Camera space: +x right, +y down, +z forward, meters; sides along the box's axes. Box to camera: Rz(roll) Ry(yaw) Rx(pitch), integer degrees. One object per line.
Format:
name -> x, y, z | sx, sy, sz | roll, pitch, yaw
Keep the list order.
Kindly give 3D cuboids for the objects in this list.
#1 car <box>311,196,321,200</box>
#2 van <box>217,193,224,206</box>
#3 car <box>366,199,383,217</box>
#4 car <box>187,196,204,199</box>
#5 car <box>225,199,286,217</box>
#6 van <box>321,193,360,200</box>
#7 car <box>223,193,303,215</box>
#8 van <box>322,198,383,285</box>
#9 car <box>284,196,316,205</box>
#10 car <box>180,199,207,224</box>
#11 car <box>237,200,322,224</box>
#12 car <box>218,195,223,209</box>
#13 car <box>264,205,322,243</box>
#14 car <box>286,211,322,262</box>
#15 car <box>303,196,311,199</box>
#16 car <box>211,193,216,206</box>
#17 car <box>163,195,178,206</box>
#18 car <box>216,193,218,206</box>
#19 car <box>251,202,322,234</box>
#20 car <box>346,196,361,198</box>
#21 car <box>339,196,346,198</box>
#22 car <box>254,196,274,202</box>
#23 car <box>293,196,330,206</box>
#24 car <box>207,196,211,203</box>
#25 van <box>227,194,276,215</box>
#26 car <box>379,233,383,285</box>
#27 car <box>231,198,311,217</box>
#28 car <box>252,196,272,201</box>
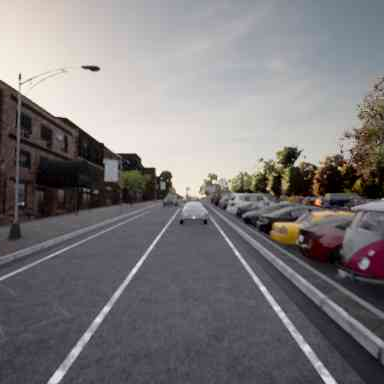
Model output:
car -> 18.653, 1.275, 43.840 | 4.553, 1.767, 2.185 | 0, 0, 0
van -> 5.490, 1.173, 38.195 | 4.442, 1.987, 1.878 | 0, 0, 0
car -> 18.687, 1.403, 29.915 | 5.008, 1.535, 2.097 | 0, 0, 0
car -> 0.109, 1.284, 40.850 | 2.097, 1.767, 4.553 | 0, 0, 0
car -> 5.607, 1.401, 29.785 | 5.008, 1.535, 2.097 | 0, 0, 0
van -> 18.800, 1.173, 41.059 | 4.442, 1.987, 1.878 | 0, 0, 0
car -> 5.644, 1.151, 26.981 | 5.566, 2.045, 2.435 | 0, 0, 0
van -> 5.522, 1.221, 7.361 | 4.442, 1.987, 1.878 | 0, 0, 0
car -> 18.687, 1.453, 57.763 | 5.008, 1.535, 2.097 | 0, 0, 0
car -> 0.103, 1.463, 24.300 | 1.812, 1.442, 4.674 | 0, 0, -1
car -> 5.593, 1.436, 21.376 | 4.792, 1.488, 2.163 | 0, 0, 0
car -> 5.602, 1.401, 35.391 | 4.892, 1.521, 2.231 | 0, 0, 0
car -> 5.818, 1.424, 12.969 | 5.366, 1.575, 1.946 | 0, 0, 0
car -> 5.664, 1.466, 10.165 | 4.792, 1.488, 2.163 | 0, 0, 0
car -> 18.688, 1.452, 49.408 | 4.674, 1.452, 2.002 | 0, 0, 0
car -> 5.633, 1.149, 43.800 | 5.566, 2.045, 2.435 | 0, 0, 0
car -> -3.306, 1.293, 51.656 | 2.097, 1.767, 4.553 | 0, 0, 0
car -> 5.573, 1.272, 40.999 | 4.553, 1.767, 2.185 | 0, 0, 0
car -> 5.624, 1.418, 15.768 | 5.008, 1.535, 2.097 | 0, 0, 0
car -> 18.504, 1.399, 32.702 | 5.366, 1.575, 1.946 | 0, 0, 0
car -> 18.685, 1.441, 35.487 | 4.674, 1.452, 2.002 | 0, 0, 0
car -> 18.717, 1.750, 86.247 | 4.674, 1.452, 2.002 | 0, -1, 0
car -> 18.693, 1.421, 52.195 | 5.008, 1.535, 2.097 | 0, 0, 0
car -> 5.636, 1.170, 52.211 | 5.566, 2.045, 2.435 | 0, 0, 0
van -> 5.726, 1.175, 32.589 | 4.442, 1.987, 1.878 | 0, 0, 0
car -> 5.613, 1.487, 4.559 | 4.792, 1.488, 2.163 | 0, 0, 0
car -> 5.615, 1.405, 24.174 | 4.892, 1.521, 2.231 | 0, 0, 0
car -> 18.728, 1.739, 89.396 | 5.008, 1.535, 2.097 | 0, -1, 0
